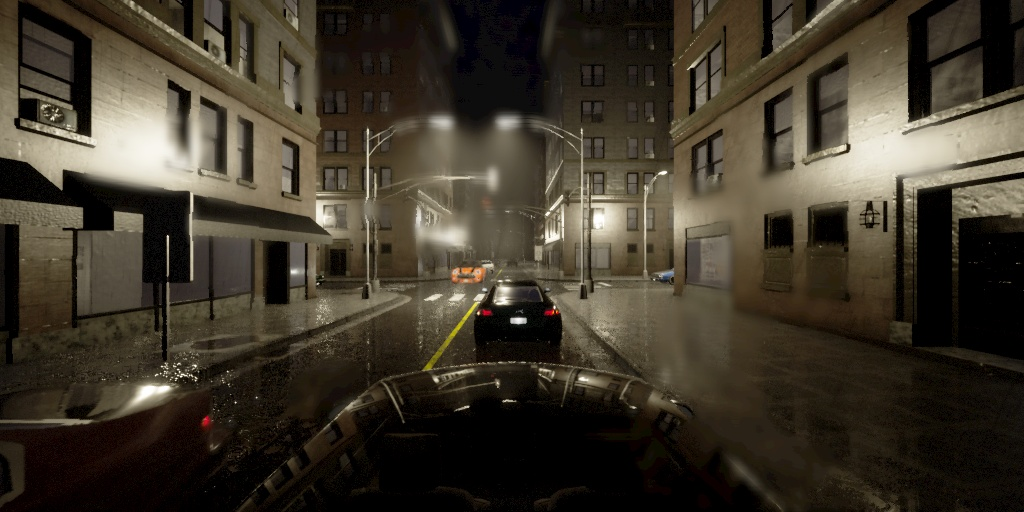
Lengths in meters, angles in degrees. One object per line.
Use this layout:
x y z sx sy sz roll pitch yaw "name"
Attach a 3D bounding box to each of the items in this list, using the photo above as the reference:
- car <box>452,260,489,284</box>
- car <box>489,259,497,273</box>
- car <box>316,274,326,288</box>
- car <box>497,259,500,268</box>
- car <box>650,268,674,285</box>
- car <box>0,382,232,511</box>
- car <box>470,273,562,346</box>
-3.103 1.100 26.402 2.097 1.767 4.553 0 0 0 "car"
-3.101 1.273 42.674 1.812 1.442 4.674 0 0 0 "car"
-14.028 1.387 21.829 4.718 1.301 1.895 0 0 0 "car"
-3.072 1.282 62.731 2.033 1.411 5.357 0 0 0 "car"
12.613 1.260 25.119 5.357 1.411 2.033 0 0 0 "car"
-3.099 1.298 0.366 2.033 1.411 5.357 0 0 0 "car"
0.113 1.314 9.458 1.994 1.385 4.181 0 0 -1 "car"
